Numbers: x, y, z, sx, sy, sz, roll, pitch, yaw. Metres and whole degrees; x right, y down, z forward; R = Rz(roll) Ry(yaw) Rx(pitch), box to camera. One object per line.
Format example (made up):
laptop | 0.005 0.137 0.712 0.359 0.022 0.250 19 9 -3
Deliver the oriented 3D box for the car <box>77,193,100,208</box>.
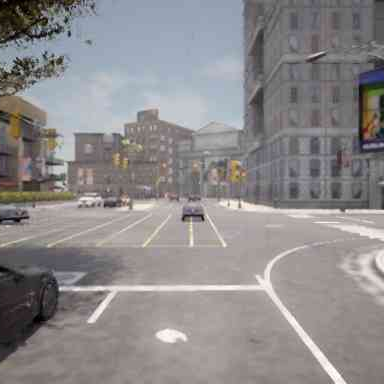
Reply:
car | -15.038 1.232 49.164 2.150 2.045 5.566 0 0 0

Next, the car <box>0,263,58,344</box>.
car | -3.413 1.527 4.324 1.812 1.442 4.674 0 0 0

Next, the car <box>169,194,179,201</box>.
car | -3.941 1.329 74.720 1.837 1.490 4.892 0 0 -8

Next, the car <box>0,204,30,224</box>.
car | -14.339 1.553 24.070 5.357 1.411 2.033 0 0 21

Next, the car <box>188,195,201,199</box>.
car | 0.629 1.426 74.751 1.837 1.490 4.892 0 0 20

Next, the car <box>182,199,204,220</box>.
car | 0.087 1.553 28.434 2.033 1.411 5.357 0 0 0

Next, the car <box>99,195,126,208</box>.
car | -11.548 1.488 48.640 1.882 1.535 5.008 0 0 1

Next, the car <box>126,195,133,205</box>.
car | -11.558 1.364 57.776 2.097 1.767 4.553 0 0 0
